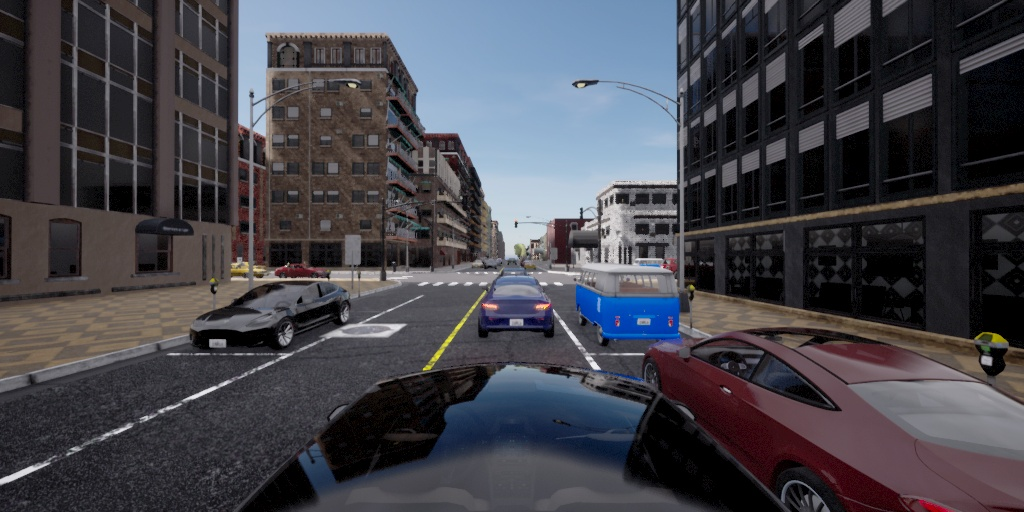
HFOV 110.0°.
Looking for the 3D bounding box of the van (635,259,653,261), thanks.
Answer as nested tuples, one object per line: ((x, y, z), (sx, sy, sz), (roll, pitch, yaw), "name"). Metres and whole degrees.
((14.906, 1.174, 38.343), (3.998, 1.789, 1.690), (0, 0, 0), "van")

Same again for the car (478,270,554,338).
((0.103, 1.277, 10.082), (1.812, 1.442, 4.674), (0, 0, 0), "car")

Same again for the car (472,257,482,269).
((-5.676, 1.316, 59.238), (1.751, 1.417, 4.829), (0, 0, 0), "car")

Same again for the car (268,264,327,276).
((-17.460, 1.283, 29.894), (4.207, 1.307, 1.802), (0, 0, 0), "car")

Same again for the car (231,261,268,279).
((-22.952, 1.215, 29.882), (4.829, 1.417, 1.751), (0, 0, 0), "car")

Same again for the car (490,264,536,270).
((0.097, 1.317, 18.534), (1.994, 1.385, 4.181), (0, 0, 0), "car")

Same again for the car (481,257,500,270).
((-3.079, 1.285, 52.115), (1.837, 1.490, 4.892), (0, 0, 0), "car")

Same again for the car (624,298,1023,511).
((2.658, 1.332, 3.392), (1.802, 1.307, 4.207), (0, 0, 0), "car")

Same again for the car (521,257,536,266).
((2.704, 1.309, 54.038), (1.751, 1.417, 4.829), (0, 0, 0), "car")

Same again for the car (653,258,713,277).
((14.927, 1.107, 29.963), (5.009, 1.841, 2.192), (0, 0, 0), "car")

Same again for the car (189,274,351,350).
((-5.688, 1.316, 9.109), (1.948, 1.339, 4.313), (0, 0, 0), "car")

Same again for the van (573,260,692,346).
((2.659, 1.092, 9.082), (1.690, 1.789, 3.998), (0, 0, 0), "van")

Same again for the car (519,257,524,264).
((2.707, 1.380, 64.946), (1.802, 1.307, 4.207), (0, 0, 0), "car")

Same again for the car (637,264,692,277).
((15.148, 1.422, 35.759), (4.718, 1.301, 1.895), (0, 0, 0), "car")
